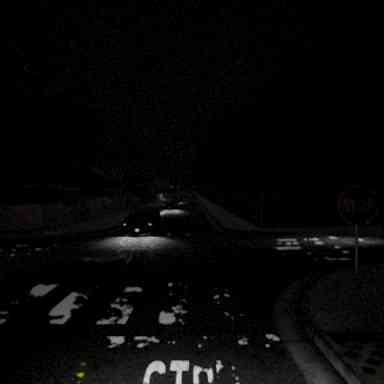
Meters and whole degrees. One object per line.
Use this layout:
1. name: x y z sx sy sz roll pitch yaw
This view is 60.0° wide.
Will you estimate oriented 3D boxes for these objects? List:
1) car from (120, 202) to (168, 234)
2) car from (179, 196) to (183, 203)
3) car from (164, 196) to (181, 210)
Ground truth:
1. car: -2.799 1.569 19.587 2.033 1.411 5.357 0 0 0
2. car: -2.925 1.512 69.844 1.994 1.385 4.181 0 0 0
3. car: -2.860 1.627 44.089 1.895 1.301 4.718 0 0 0
